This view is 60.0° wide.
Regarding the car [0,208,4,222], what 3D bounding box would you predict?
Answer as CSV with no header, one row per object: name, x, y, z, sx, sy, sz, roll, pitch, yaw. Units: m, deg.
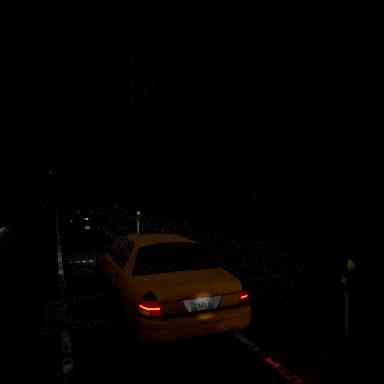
car,-14.345,1.548,23.140,2.033,1.411,5.357,0,0,-22

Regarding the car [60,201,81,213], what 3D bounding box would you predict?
car,-8.186,1.552,23.828,2.008,1.369,4.403,0,0,-22

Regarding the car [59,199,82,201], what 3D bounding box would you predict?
car,-10.292,1.567,28.935,1.947,1.339,4.313,0,0,-22

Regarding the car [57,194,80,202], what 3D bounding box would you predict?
car,-12.397,1.317,34.042,2.192,1.841,5.009,0,0,-22

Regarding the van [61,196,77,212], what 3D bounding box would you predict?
van,-14.503,1.343,39.148,1.690,1.788,3.998,0,0,-22

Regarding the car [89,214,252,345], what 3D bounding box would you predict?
car,-0.837,1.457,6.770,1.801,1.575,5.366,0,0,-22

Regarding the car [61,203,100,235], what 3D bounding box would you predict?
car,-6.080,1.552,18.722,2.008,1.369,4.403,0,0,-22

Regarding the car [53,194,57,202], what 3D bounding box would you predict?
car,-31.499,1.471,79.615,1.967,1.590,4.097,0,0,-24
